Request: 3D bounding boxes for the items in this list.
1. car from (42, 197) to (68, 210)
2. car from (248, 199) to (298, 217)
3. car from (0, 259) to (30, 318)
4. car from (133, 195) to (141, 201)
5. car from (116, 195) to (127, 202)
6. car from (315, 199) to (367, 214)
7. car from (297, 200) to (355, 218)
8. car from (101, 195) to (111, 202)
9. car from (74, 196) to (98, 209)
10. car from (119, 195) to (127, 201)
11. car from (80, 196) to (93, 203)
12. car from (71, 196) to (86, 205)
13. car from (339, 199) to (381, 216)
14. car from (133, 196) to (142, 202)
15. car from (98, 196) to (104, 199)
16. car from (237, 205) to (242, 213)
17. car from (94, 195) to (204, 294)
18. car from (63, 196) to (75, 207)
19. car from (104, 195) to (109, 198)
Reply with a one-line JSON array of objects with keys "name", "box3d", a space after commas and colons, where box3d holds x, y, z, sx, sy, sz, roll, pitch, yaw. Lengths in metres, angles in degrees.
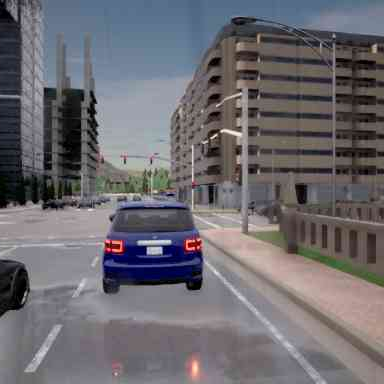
[{"name": "car", "box3d": [-17.459, 1.601, 42.000, 1.895, 1.301, 4.718, 0, 0, -10]}, {"name": "car", "box3d": [8.029, 1.407, 31.095, 4.553, 1.767, 2.097, 0, 0, -10]}, {"name": "car", "box3d": [-4.092, 1.564, 5.077, 1.994, 1.385, 4.181, 0, 0, -7]}, {"name": "car", "box3d": [-14.472, 1.535, 87.273, 2.033, 1.411, 5.357, 0, 0, -10]}, {"name": "car", "box3d": [-16.202, 1.524, 76.651, 2.128, 1.511, 4.902, 0, 0, -10]}, {"name": "car", "box3d": [16.135, 1.560, 36.085, 4.892, 1.490, 1.837, 0, 0, -10]}, {"name": "car", "box3d": [10.907, 1.619, 27.847, 4.181, 1.385, 1.994, 0, 0, -10]}, {"name": "car", "box3d": [-19.515, 1.522, 75.260, 1.812, 1.442, 4.674, 0, 0, -10]}, {"name": "car", "box3d": [-14.646, 1.505, 46.338, 1.837, 1.490, 4.892, 0, 0, -10]}, {"name": "car", "box3d": [-17.922, 1.548, 86.681, 1.994, 1.385, 4.181, 0, 0, -10]}, {"name": "car", "box3d": [-22.108, 1.552, 69.677, 1.994, 1.385, 4.181, 0, 0, -10]}, {"name": "car", "box3d": [-20.509, 1.526, 60.005, 1.812, 1.442, 4.674, 0, 0, -9]}, {"name": "car", "box3d": [16.524, 1.619, 32.596, 4.181, 1.385, 1.994, 0, 0, -10]}, {"name": "car", "box3d": [-12.772, 1.548, 77.356, 1.994, 1.385, 4.181, 0, 0, -10]}, {"name": "car", "box3d": [-16.161, 1.526, 55.235, 1.812, 1.442, 4.674, 0, 0, -10]}, {"name": "car", "box3d": [7.060, 1.560, 34.478, 4.892, 1.490, 1.837, 0, 0, -10]}, {"name": "car", "box3d": [-1.088, 1.221, 9.059, 2.150, 2.045, 5.566, 0, 0, -8]}, {"name": "car", "box3d": [-18.958, 1.352, 50.769, 2.097, 1.767, 4.553, 0, 0, -10]}, {"name": "car", "box3d": [-17.805, 1.564, 65.143, 1.994, 1.385, 4.181, 0, 0, -10]}]
